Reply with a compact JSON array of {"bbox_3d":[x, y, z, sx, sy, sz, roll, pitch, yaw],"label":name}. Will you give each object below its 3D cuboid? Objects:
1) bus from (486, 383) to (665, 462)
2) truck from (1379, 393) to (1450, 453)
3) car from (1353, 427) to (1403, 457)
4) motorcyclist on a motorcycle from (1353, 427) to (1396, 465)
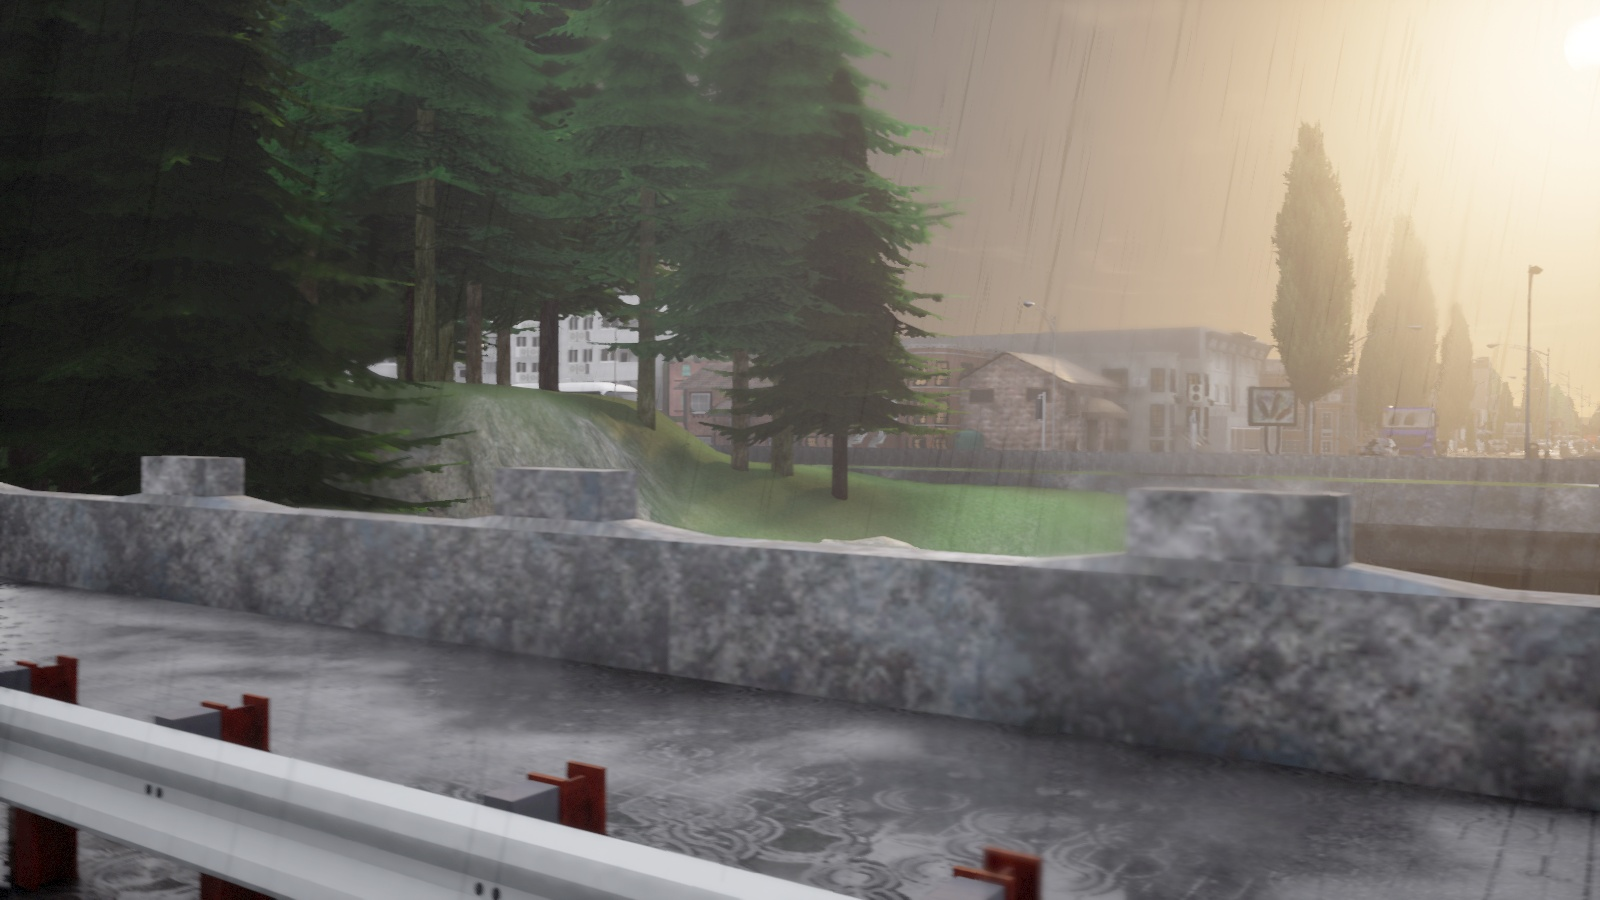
[{"bbox_3d":[-13.027,-1.515,72.364,10.273,4.253,3.944,0,1,34],"label":"bus"},{"bbox_3d":[37.744,-1.644,77.007,2.891,3.462,7.936,0,1,34],"label":"truck"},{"bbox_3d":[30.417,-0.431,65.994,1.845,1.501,3.633,0,1,34],"label":"car"},{"bbox_3d":[24.375,-0.183,53.302,0.866,1.530,2.191,1,1,3],"label":"motorcyclist on a motorcycle"}]
